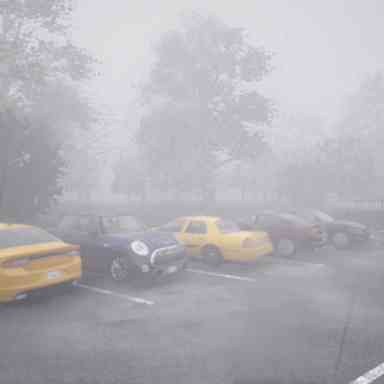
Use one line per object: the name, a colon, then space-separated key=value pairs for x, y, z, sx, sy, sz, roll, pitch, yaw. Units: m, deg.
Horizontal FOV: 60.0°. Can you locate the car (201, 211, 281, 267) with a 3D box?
car: x=-0.013 y=1.484 z=11.372 sx=5.366 sy=1.575 sz=1.946 roll=-1 pitch=0 yaw=35

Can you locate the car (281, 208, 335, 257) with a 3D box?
car: x=2.583 y=1.483 z=12.955 sx=5.008 sy=1.535 sz=2.097 roll=-1 pitch=-1 yaw=35

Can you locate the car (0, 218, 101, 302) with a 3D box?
car: x=-4.717 y=1.485 z=7.842 sx=5.008 sy=1.535 sz=2.097 roll=-1 pitch=-1 yaw=34

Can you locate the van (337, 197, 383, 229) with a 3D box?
van: x=9.839 y=1.258 z=18.059 sx=4.442 sy=1.987 sz=1.878 roll=-1 pitch=-1 yaw=36

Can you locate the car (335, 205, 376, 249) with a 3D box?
car: x=5.026 y=1.483 z=14.658 sx=5.008 sy=1.535 sz=2.097 roll=-1 pitch=-1 yaw=35

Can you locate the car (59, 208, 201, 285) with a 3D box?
car: x=-2.314 y=1.360 z=9.583 sx=4.553 sy=1.767 sz=2.185 roll=-1 pitch=-1 yaw=35
